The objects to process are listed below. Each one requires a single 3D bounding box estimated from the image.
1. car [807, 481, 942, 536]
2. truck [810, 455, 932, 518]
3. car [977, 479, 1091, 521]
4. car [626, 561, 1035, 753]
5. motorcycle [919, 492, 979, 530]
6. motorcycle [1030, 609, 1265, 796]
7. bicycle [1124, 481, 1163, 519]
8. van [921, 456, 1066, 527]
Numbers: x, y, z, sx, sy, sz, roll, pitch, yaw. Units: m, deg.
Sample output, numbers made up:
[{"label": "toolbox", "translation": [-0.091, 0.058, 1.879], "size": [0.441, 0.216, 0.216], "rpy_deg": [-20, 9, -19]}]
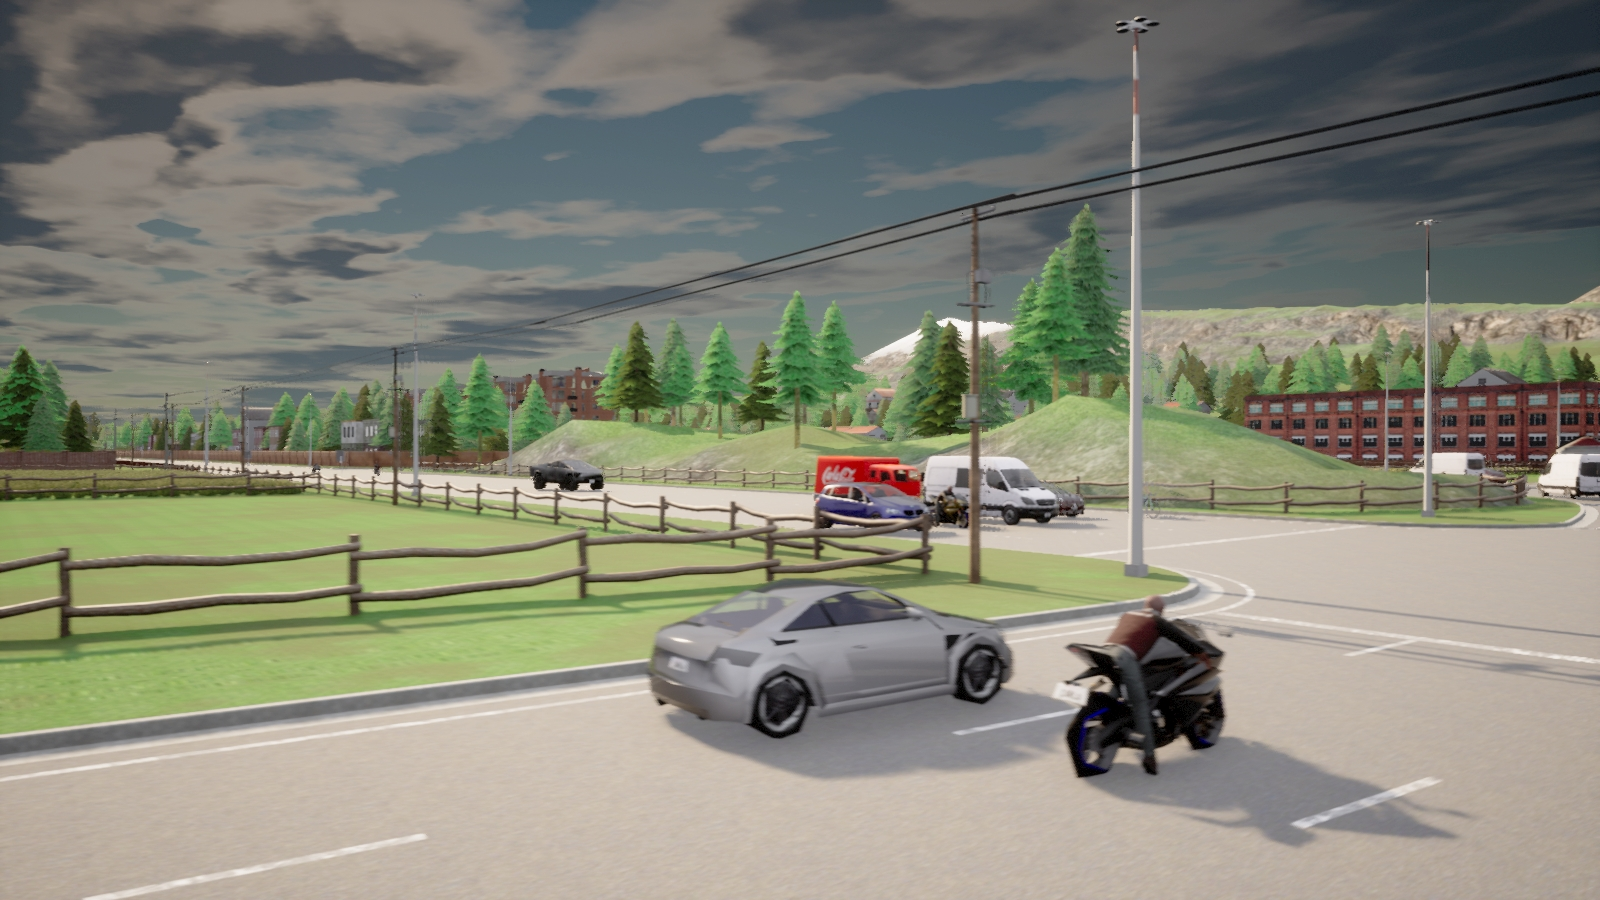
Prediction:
[{"label": "car", "translation": [2.505, 1.961, 39.526], "size": [2.242, 1.667, 4.611], "rpy_deg": [0, 0, -35]}, {"label": "truck", "translation": [3.076, 1.534, 50.562], "size": [2.627, 2.467, 5.204], "rpy_deg": [0, 2, -37]}, {"label": "car", "translation": [9.672, 2.030, 47.548], "size": [2.007, 1.525, 4.514], "rpy_deg": [0, 0, -36]}, {"label": "car", "translation": [0.415, 2.116, 12.643], "size": [4.181, 1.385, 1.994], "rpy_deg": [0, 0, -36]}, {"label": "motorcycle", "translation": [5.403, 2.197, 41.489], "size": [0.867, 1.251, 2.209], "rpy_deg": [0, 0, -36]}, {"label": "motorcycle", "translation": [3.171, 2.202, 10.326], "size": [2.209, 1.251, 0.867], "rpy_deg": [0, 0, -36]}, {"label": "bicycle", "translation": [14.192, 2.046, 47.253], "size": [0.373, 1.496, 1.643], "rpy_deg": [0, 0, -36]}, {"label": "van", "translation": [7.444, 1.526, 44.639], "size": [1.988, 2.561, 5.915], "rpy_deg": [0, 0, -36]}]
